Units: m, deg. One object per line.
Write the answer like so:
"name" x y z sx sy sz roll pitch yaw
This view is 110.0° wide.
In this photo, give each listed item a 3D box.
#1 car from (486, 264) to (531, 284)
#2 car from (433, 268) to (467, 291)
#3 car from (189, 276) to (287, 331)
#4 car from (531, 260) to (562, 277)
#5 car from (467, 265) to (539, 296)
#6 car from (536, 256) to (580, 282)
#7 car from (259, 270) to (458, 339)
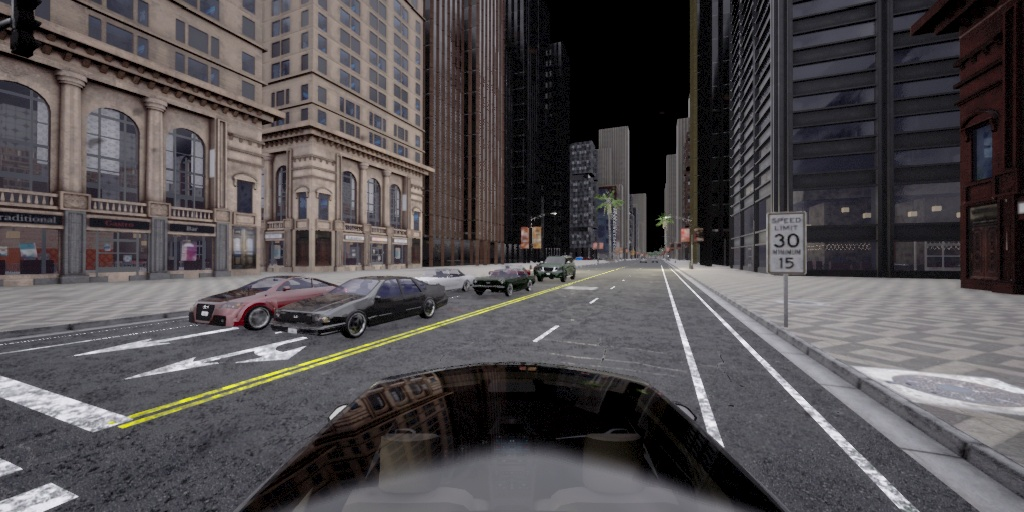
"car" -0.131 1.364 28.480 1.895 1.301 4.718 0 0 22
"car" -3.905 1.356 19.260 1.895 1.301 4.718 0 0 22
"car" -7.218 1.315 11.149 1.994 1.385 4.181 0 0 22
"car" 3.768 1.250 37.911 1.882 1.535 5.008 0 0 23
"car" -0.321 1.357 19.433 1.895 1.301 4.718 0 0 22
"car" 3.733 0.986 29.332 2.150 2.045 5.566 0 0 22
"car" -3.952 1.299 10.558 2.033 1.411 5.357 0 0 22
